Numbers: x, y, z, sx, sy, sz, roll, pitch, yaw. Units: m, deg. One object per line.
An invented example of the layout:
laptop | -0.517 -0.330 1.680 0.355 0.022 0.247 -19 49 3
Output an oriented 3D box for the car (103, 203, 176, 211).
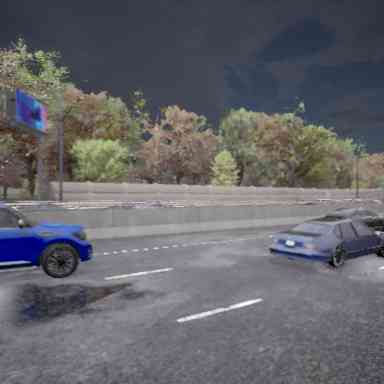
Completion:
car | -3.638 1.679 22.886 4.718 1.301 1.895 1 0 -35

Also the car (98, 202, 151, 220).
car | -5.999 1.660 29.795 4.181 1.385 1.994 1 0 -35

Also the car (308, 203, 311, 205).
car | 20.455 2.013 52.875 4.718 1.301 1.895 1 0 -35

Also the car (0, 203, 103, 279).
car | -5.433 1.225 8.468 5.566 2.045 2.150 1 0 -35

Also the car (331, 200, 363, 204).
car | 21.456 1.877 45.006 4.892 1.490 1.837 0 0 -35

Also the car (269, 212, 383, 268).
car | 5.049 1.629 11.639 5.357 1.411 2.033 1 0 -36

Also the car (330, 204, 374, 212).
car | 9.515 1.651 19.118 4.892 1.490 1.837 1 0 -35

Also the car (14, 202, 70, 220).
car | -13.058 1.612 29.064 4.181 1.385 1.994 1 0 -35

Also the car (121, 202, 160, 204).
car | -3.488 1.591 27.287 4.902 1.511 2.128 1 0 -35

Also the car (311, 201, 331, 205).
car | 19.612 1.940 47.981 4.181 1.385 1.994 1 0 -35
